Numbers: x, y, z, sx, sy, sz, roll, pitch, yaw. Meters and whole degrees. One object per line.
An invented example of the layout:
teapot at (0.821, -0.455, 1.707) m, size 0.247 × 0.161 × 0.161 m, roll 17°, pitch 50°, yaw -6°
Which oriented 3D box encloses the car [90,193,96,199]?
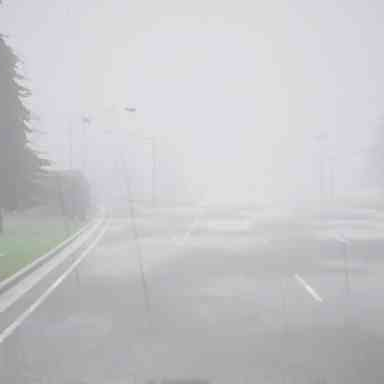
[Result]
car at (-25.467, 0.939, 83.033) m, size 1.882 × 1.535 × 5.008 m, roll 0°, pitch 0°, yaw -29°
